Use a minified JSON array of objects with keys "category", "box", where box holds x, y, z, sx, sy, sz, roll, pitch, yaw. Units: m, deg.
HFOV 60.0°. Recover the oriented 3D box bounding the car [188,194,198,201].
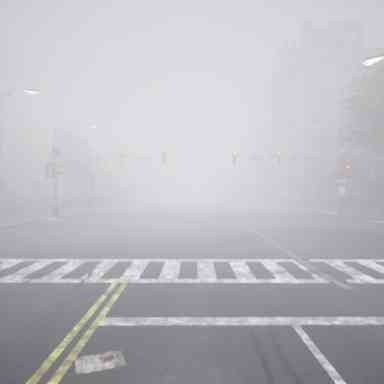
[{"category":"car","box":[-0.135,1.454,85.396,2.033,1.411,5.357,0,0,0]}]
